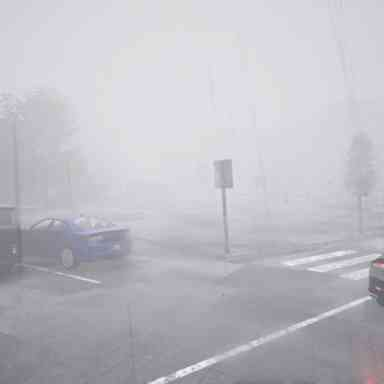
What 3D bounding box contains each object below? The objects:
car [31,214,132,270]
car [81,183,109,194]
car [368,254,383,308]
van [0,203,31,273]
[{"bbox_3d":[-4.211,1.494,11.120,5.008,1.535,2.097,-1,0,35],"label":"car"},{"bbox_3d":[-15.356,-0.619,54.498,2.163,1.488,4.792,1,6,16],"label":"car"},{"bbox_3d":[5.358,1.479,6.593,4.902,1.511,2.128,0,0,-37],"label":"car"},{"bbox_3d":[-6.769,1.274,9.472,4.442,1.987,1.878,-1,0,35],"label":"van"}]
